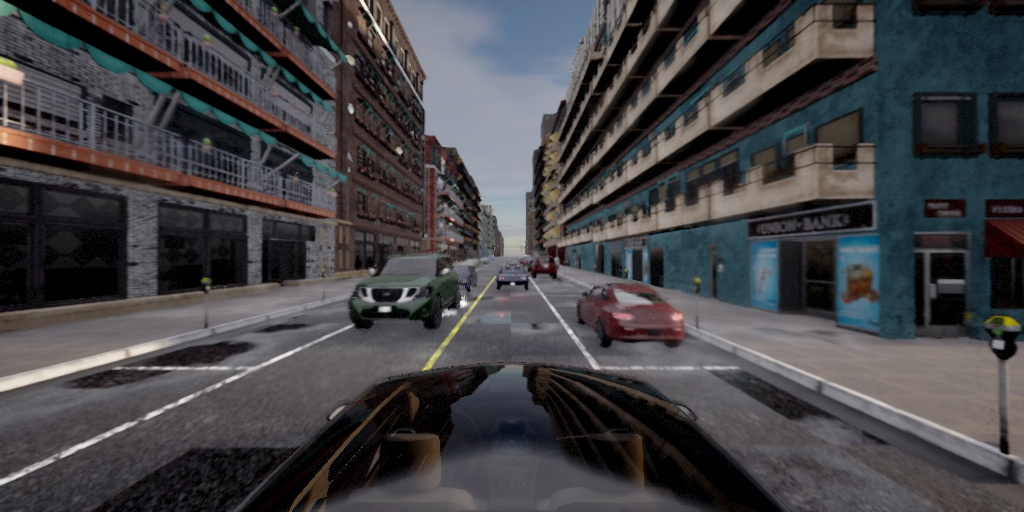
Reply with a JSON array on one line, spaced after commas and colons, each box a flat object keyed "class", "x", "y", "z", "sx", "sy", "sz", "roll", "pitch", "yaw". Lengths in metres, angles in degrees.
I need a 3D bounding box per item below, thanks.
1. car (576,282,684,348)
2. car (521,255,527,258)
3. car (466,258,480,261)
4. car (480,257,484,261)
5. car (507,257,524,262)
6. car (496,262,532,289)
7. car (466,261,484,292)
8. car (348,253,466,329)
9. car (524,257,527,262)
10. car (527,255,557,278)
[{"class": "car", "x": 2.694, "y": 1.295, "z": 8.868, "sx": 1.802, "sy": 1.307, "sz": 4.207, "roll": 0, "pitch": 0, "yaw": 0}, {"class": "car", "x": 2.710, "y": 0.903, "z": 58.579, "sx": 1.967, "sy": 1.591, "sz": 4.097, "roll": 0, "pitch": 0, "yaw": 0}, {"class": "car", "x": -5.675, "y": 1.043, "z": 47.377, "sx": 1.751, "sy": 1.417, "sz": 4.829, "roll": 0, "pitch": 0, "yaw": 0}, {"class": "car", "x": -5.673, "y": 1.041, "z": 53.071, "sx": 2.007, "sy": 1.370, "sz": 4.403, "roll": 0, "pitch": 0, "yaw": 0}, {"class": "car", "x": 0.105, "y": 1.139, "z": 43.301, "sx": 1.895, "sy": 1.301, "sz": 4.718, "roll": 0, "pitch": 0, "yaw": 0}, {"class": "car", "x": 0.045, "y": 1.246, "z": 22.022, "sx": 1.895, "sy": 1.301, "sz": 4.718, "roll": 0, "pitch": 0, "yaw": 1}, {"class": "car", "x": -3.014, "y": 1.200, "z": 20.591, "sx": 2.033, "sy": 1.411, "sz": 5.357, "roll": 0, "pitch": 0, "yaw": 0}, {"class": "car", "x": -3.026, "y": 0.923, "z": 11.368, "sx": 2.150, "sy": 2.045, "sz": 5.566, "roll": 0, "pitch": 0, "yaw": 0}, {"class": "car", "x": 2.705, "y": 1.110, "z": 42.008, "sx": 1.948, "sy": 1.339, "sz": 4.313, "roll": 0, "pitch": 0, "yaw": 0}, {"class": "car", "x": 2.701, "y": 0.915, "z": 30.963, "sx": 2.192, "sy": 1.841, "sz": 5.009, "roll": 0, "pitch": 0, "yaw": 0}]
